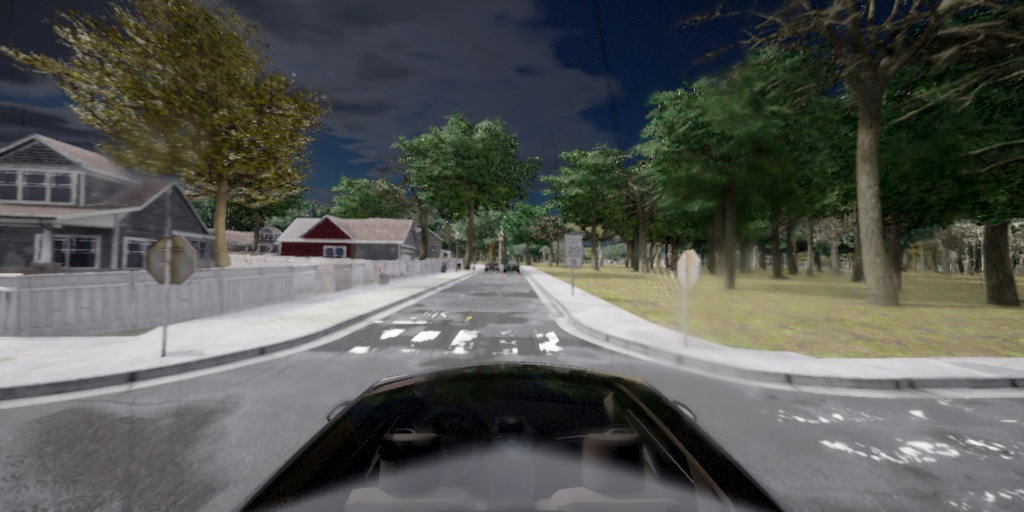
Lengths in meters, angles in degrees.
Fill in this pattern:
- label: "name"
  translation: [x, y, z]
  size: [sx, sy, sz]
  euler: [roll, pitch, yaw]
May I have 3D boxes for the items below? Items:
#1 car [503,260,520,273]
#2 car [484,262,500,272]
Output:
- label: "car"
  translation: [-0.036, 1.280, 46.446]
  size: [2.097, 1.767, 4.553]
  euler: [1, 0, 0]
- label: "car"
  translation: [-2.793, 1.478, 51.057]
  size: [1.994, 1.385, 4.181]
  euler: [1, 0, 0]
